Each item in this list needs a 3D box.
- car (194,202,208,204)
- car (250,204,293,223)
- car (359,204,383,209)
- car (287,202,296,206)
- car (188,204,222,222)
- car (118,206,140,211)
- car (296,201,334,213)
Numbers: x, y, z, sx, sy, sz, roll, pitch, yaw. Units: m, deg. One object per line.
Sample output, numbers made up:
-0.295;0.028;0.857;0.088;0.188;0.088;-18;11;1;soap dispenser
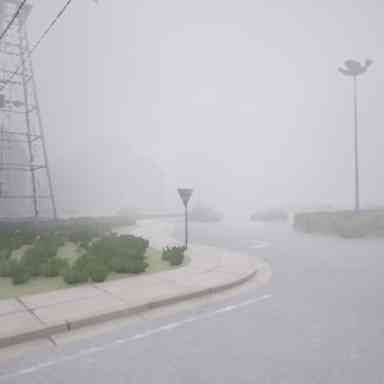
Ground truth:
1.815;2.461;52.049;1.905;1.878;3.866;1;-2;-40;car
7.778;2.224;33.130;4.674;1.442;1.812;1;-2;-41;car
25.251;2.430;47.262;4.892;1.490;1.837;1;-2;-24;car
20.243;2.880;67.740;2.242;1.667;4.611;1;-2;-40;car
1.172;2.270;33.853;1.784;1.438;3.905;1;-2;-40;car
-8.079;2.502;42.871;1.816;1.474;4.193;1;-2;-40;car
18.167;2.297;48.570;1.932;1.855;4.605;1;-2;-40;car
